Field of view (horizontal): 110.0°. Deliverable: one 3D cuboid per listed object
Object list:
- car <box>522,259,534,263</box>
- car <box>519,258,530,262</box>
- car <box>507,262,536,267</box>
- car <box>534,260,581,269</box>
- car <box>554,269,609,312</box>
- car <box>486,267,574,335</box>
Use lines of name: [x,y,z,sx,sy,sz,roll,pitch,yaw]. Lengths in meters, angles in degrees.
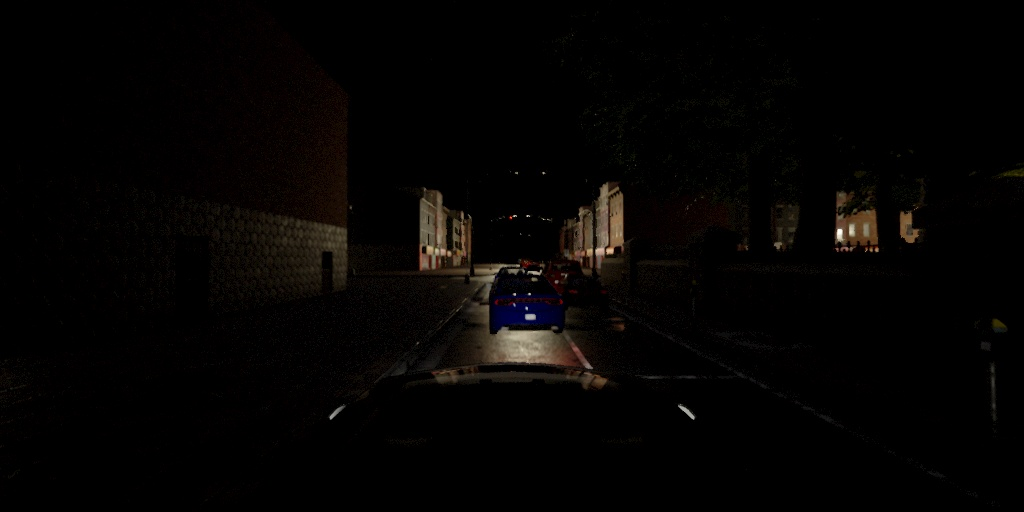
car: [2.629,1.433,46.076,1.888,1.381,4.507,0,0,0]
car: [2.625,1.508,62.387,1.888,1.381,4.507,0,0,0]
car: [0.066,1.268,18.693,1.882,1.535,5.008,0,0,1]
car: [2.634,1.107,19.647,2.192,1.841,5.009,0,0,0]
car: [2.635,1.360,14.198,1.802,1.307,4.207,0,0,0]
car: [0.256,1.247,10.666,1.882,1.535,5.008,0,0,-4]
